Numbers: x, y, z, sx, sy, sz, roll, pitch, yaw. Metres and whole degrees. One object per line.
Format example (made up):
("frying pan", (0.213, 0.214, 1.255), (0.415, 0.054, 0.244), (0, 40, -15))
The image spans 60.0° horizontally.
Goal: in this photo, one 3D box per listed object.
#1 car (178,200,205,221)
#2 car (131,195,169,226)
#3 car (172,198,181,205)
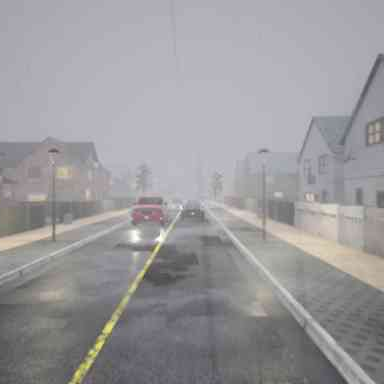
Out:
("car", (0.086, 1.588, 27.257), (1.994, 1.385, 4.181), (0, 0, 1))
("car", (-2.850, 1.237, 23.632), (2.150, 2.045, 5.566), (0, 0, 0))
("car", (-2.758, 1.790, 64.408), (1.895, 1.301, 4.718), (0, 0, 0))
